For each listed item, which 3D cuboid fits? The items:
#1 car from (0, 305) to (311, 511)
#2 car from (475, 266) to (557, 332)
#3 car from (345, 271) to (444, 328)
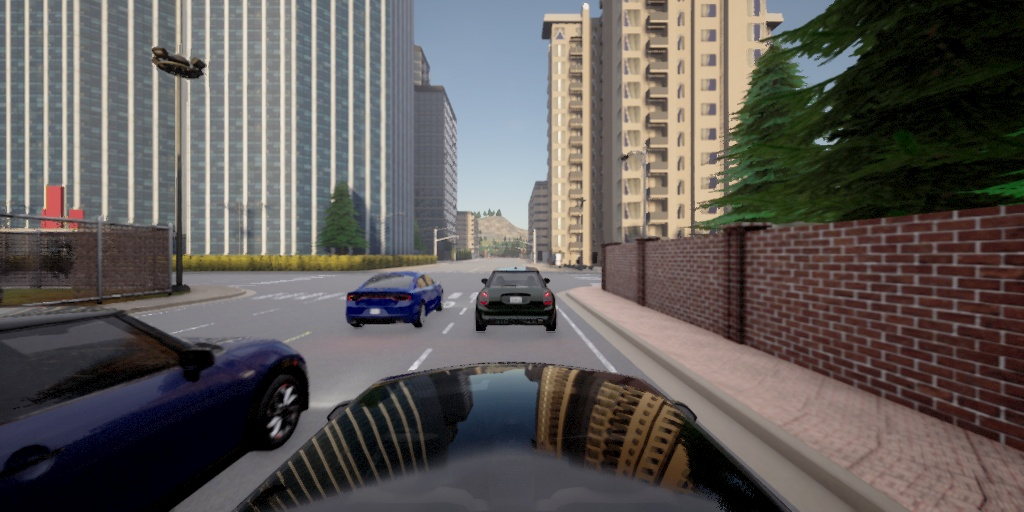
[{"bbox_3d":[-3.404,1.101,2.340,2.097,1.767,4.553,0,0,0],"label":"car"},{"bbox_3d":[0.111,1.090,10.934,2.097,1.767,4.553,0,0,0],"label":"car"},{"bbox_3d":[-3.415,1.214,11.353,1.882,1.535,5.008,0,0,-1],"label":"car"}]
